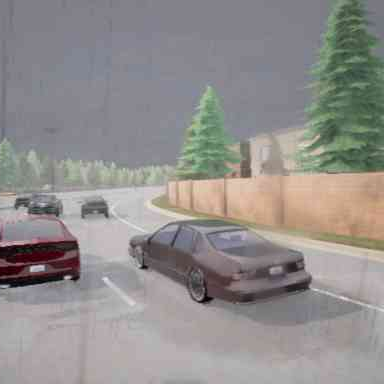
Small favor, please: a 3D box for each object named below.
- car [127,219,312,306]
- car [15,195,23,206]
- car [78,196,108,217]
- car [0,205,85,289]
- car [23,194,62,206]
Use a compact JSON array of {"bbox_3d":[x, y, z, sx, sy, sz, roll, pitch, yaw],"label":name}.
[{"bbox_3d":[0.171,1.357,7.832,2.033,1.411,5.357,-2,2,-30],"label":"car"},{"bbox_3d":[-17.077,0.992,34.974,1.837,1.490,4.892,-2,1,-11],"label":"car"},{"bbox_3d":[-7.376,1.053,25.012,1.837,1.490,4.892,-2,2,-18],"label":"car"},{"bbox_3d":[-4.274,1.341,8.775,1.882,1.535,5.008,-2,2,-29],"label":"car"},{"bbox_3d":[-11.178,0.953,25.509,2.097,1.767,4.553,-1,1,-18],"label":"car"}]
